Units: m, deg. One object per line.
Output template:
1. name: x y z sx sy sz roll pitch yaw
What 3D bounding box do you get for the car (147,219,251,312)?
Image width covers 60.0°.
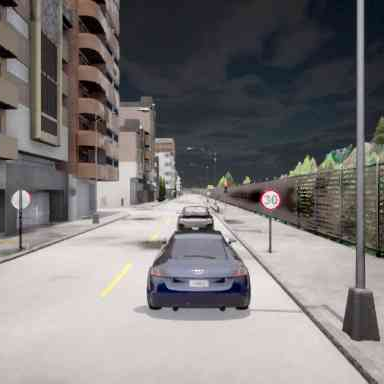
1. car: 0.131 1.564 7.819 1.994 1.385 4.181 0 0 0

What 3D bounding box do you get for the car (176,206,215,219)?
1. car: 0.185 1.492 17.734 2.128 1.511 4.902 0 0 1
